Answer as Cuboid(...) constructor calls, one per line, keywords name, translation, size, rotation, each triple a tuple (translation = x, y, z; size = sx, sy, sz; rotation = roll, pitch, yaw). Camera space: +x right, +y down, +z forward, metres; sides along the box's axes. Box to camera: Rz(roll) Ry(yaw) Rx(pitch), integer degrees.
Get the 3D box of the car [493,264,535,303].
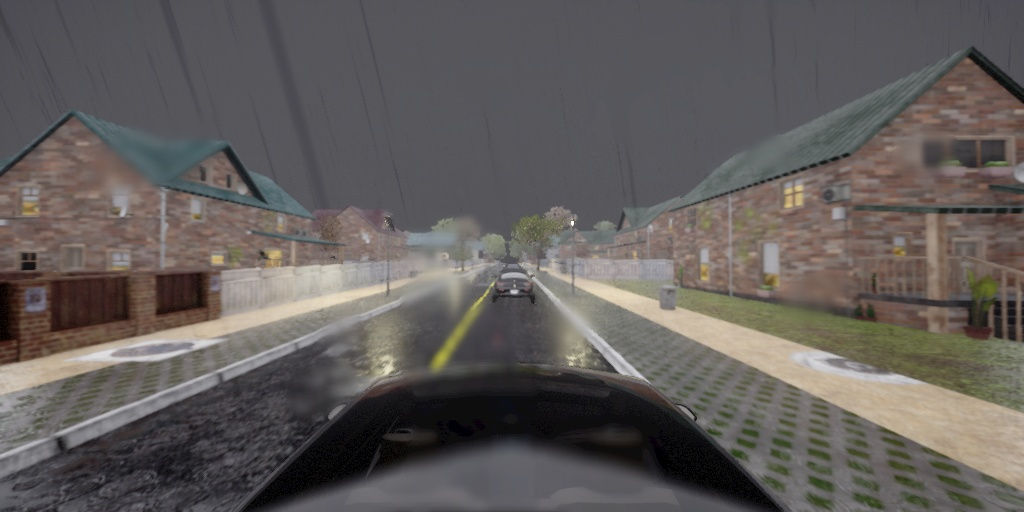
Cuboid(name="car", translation=(0.082, 1.286, 16.760), size=(1.812, 1.442, 4.674), rotation=(0, 0, 0))
